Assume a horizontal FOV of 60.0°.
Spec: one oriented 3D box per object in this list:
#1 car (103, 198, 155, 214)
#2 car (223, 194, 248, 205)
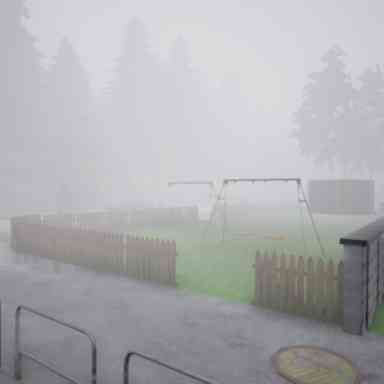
[{"bbox_3d":[-5.876,1.293,31.840,2.033,1.411,5.357,1,0,36],"label":"car"},{"bbox_3d":[6.423,1.097,48.906,2.097,1.767,4.553,1,1,36],"label":"car"}]
